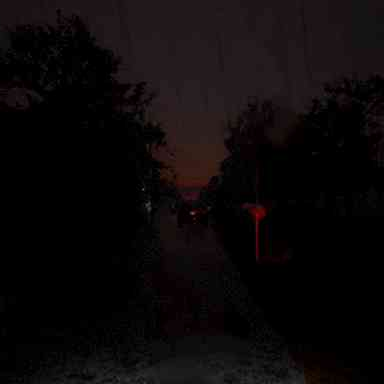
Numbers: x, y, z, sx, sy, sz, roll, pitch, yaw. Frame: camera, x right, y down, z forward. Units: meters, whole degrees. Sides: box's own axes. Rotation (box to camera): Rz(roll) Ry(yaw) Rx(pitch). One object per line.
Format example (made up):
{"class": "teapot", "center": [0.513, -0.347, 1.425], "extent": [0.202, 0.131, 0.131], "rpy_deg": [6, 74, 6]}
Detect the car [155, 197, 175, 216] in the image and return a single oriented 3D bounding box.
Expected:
{"class": "car", "center": [-2.949, 1.623, 38.693], "extent": [2.150, 2.045, 5.566], "rpy_deg": [0, -1, 0]}

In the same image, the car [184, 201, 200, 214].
{"class": "car", "center": [0.014, 1.978, 43.065], "extent": [1.882, 1.535, 5.008], "rpy_deg": [0, -1, 0]}

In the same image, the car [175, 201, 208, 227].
{"class": "car", "center": [0.047, 1.525, 24.698], "extent": [2.097, 1.767, 4.553], "rpy_deg": [0, -1, 0]}
